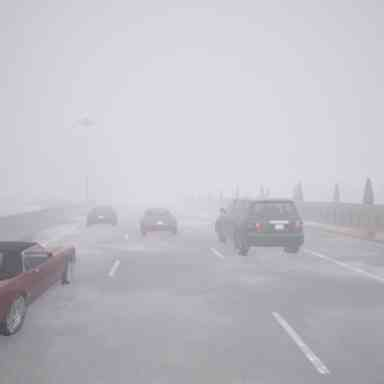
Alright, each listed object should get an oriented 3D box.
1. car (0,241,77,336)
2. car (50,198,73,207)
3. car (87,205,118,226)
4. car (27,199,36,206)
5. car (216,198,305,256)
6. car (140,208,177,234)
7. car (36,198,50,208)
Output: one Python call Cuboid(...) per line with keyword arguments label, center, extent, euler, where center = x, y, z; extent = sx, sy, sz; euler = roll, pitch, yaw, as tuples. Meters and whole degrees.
Cuboid(label="car", center=(-3.786, 1.629, 6.588), extent=(1.895, 1.301, 4.718), euler=(0, 0, -4))
Cuboid(label="car", center=(-18.173, 1.656, 47.189), extent=(2.128, 1.511, 4.902), euler=(0, 0, -11))
Cuboid(label="car", center=(-6.415, 1.635, 24.141), extent=(1.994, 1.385, 4.181), euler=(0, 0, -10))
Cuboid(label="car", center=(-27.462, 1.824, 58.589), extent=(1.895, 1.301, 4.718), euler=(0, 0, -11))
Cuboid(label="car", center=(2.497, 1.235, 13.502), extent=(2.150, 2.045, 5.566), euler=(0, 0, -8))
Cuboid(label="car", center=(-2.032, 1.608, 19.576), extent=(1.994, 1.385, 4.181), euler=(0, 0, -10))
Cuboid(label="car", center=(-22.944, 1.673, 53.495), extent=(1.882, 1.535, 5.008), euler=(0, 0, -11))
